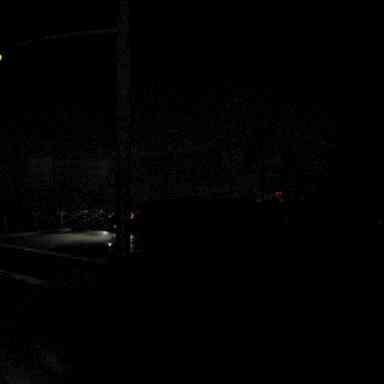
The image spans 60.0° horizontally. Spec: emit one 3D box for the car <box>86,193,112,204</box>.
[{"bbox_3d":[-15.843,1.097,58.987,1.932,1.855,4.605,0,0,35],"label":"car"}]

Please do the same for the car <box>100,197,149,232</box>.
[{"bbox_3d":[-3.022,1.352,20.539,2.097,1.767,4.553,0,0,35],"label":"car"}]

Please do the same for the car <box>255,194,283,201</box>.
[{"bbox_3d":[8.450,1.221,37.024,2.150,2.045,5.566,0,0,35],"label":"car"}]

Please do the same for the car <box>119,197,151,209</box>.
[{"bbox_3d":[-7.473,1.384,43.804,1.970,1.475,3.806,0,0,35],"label":"car"}]

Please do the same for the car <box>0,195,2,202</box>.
[{"bbox_3d":[-41.384,1.298,67.525,2.007,1.523,4.514,0,0,35],"label":"car"}]

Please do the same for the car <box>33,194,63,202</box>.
[{"bbox_3d":[-28.897,1.153,67.720,2.152,1.636,5.027,0,0,35],"label":"car"}]

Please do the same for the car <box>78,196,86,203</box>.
[{"bbox_3d":[-18.453,1.077,60.329,1.905,1.878,3.866,0,0,35],"label":"car"}]

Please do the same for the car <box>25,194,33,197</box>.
[{"bbox_3d":[-34.322,1.232,71.163,1.970,1.475,3.806,0,0,35],"label":"car"}]

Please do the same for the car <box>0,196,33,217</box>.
[{"bbox_3d":[-15.785,1.339,26.883,2.007,1.523,4.514,0,0,35],"label":"car"}]

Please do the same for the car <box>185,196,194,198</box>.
[{"bbox_3d":[-0.753,1.374,48.140,1.845,1.501,3.633,0,0,35],"label":"car"}]
